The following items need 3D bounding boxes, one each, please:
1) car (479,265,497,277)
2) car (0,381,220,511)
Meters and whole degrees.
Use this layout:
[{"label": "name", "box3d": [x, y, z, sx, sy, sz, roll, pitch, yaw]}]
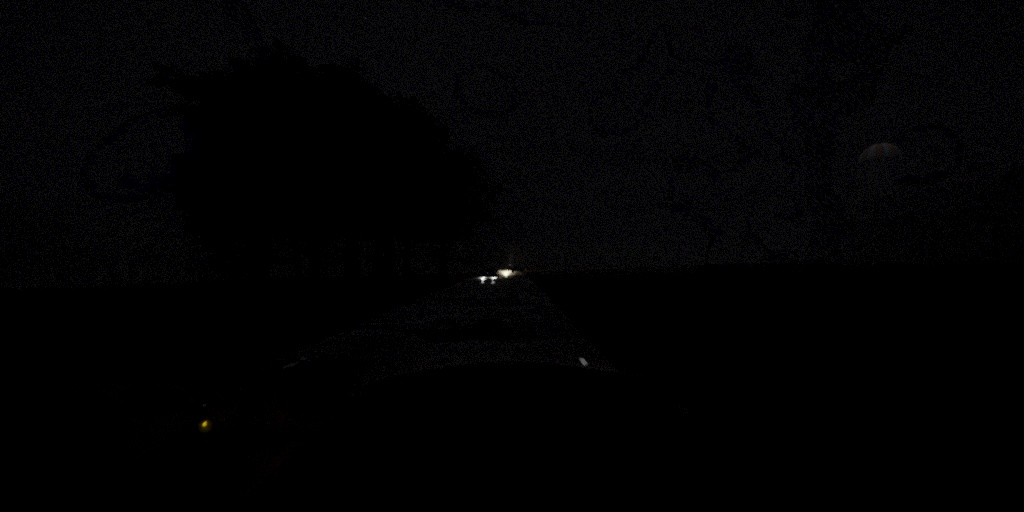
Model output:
[{"label": "car", "box3d": [-2.826, 1.816, 43.544, 1.994, 1.385, 4.181, 0, -1, 0]}, {"label": "car", "box3d": [-2.850, 1.272, 0.511, 1.812, 1.442, 4.674, 0, 0, 0]}]
